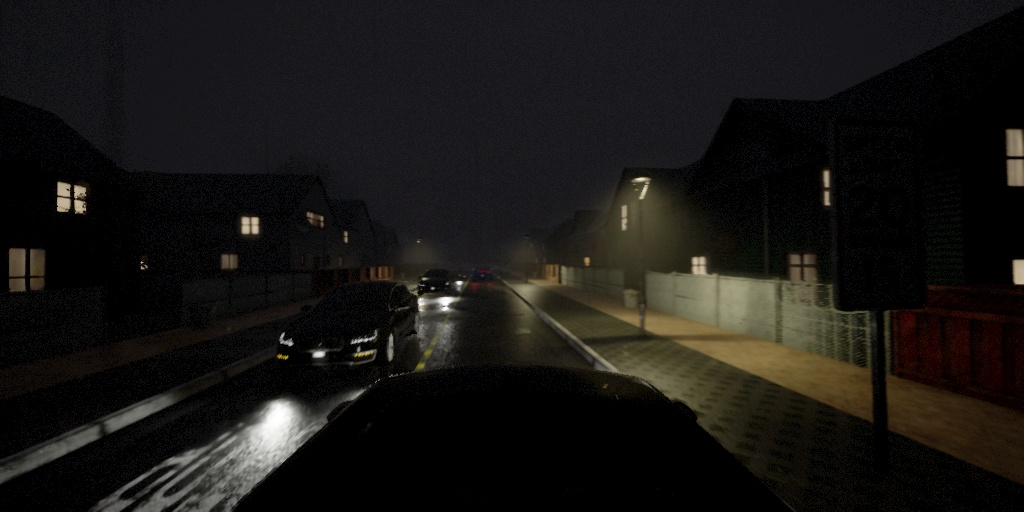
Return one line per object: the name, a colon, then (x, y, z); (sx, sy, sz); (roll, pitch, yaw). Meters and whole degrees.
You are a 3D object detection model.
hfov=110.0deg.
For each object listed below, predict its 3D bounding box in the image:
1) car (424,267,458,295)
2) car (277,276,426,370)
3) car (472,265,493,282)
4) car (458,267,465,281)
car: (-4.622, 1.566, 22.321); (1.837, 1.490, 4.892); (-1, 0, -5)
car: (-3.343, 1.374, 8.225); (1.837, 1.490, 4.892); (-1, -1, -5)
car: (-2.898, 1.683, 35.239); (1.882, 1.535, 5.008); (-1, -1, -5)
car: (-5.926, 1.815, 37.378); (2.033, 1.411, 5.357); (-1, -1, -5)
